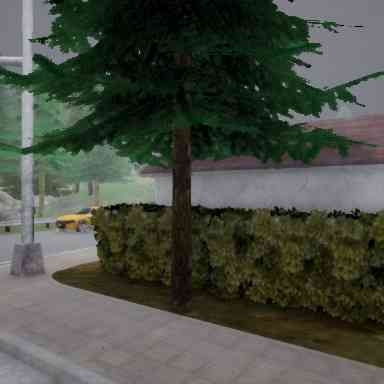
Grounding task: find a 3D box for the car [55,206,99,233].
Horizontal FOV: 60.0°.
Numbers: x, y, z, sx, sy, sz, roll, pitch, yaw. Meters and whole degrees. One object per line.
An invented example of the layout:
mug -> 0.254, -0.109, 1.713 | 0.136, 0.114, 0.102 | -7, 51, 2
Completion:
car -> -6.267, 1.669, 21.395 | 1.882, 1.535, 5.008 | 0, 0, 35
